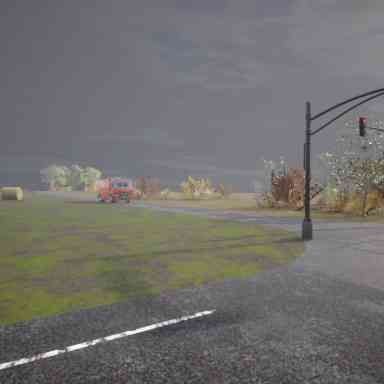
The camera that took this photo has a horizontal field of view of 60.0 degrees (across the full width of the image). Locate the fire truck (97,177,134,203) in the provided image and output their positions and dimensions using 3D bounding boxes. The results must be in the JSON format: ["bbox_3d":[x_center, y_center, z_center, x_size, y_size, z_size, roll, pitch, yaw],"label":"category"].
[{"bbox_3d":[-11.715,-0.354,50.059,2.891,3.827,8.468,1,0,-32],"label":"fire truck"}]
